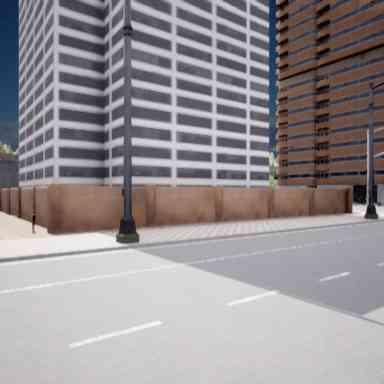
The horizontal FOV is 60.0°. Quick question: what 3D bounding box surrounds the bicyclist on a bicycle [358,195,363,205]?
[{"bbox_3d":[26.924,1.273,53.173,1.656,1.620,0.582,0,0,-36],"label":"bicyclist on a bicycle"}]
